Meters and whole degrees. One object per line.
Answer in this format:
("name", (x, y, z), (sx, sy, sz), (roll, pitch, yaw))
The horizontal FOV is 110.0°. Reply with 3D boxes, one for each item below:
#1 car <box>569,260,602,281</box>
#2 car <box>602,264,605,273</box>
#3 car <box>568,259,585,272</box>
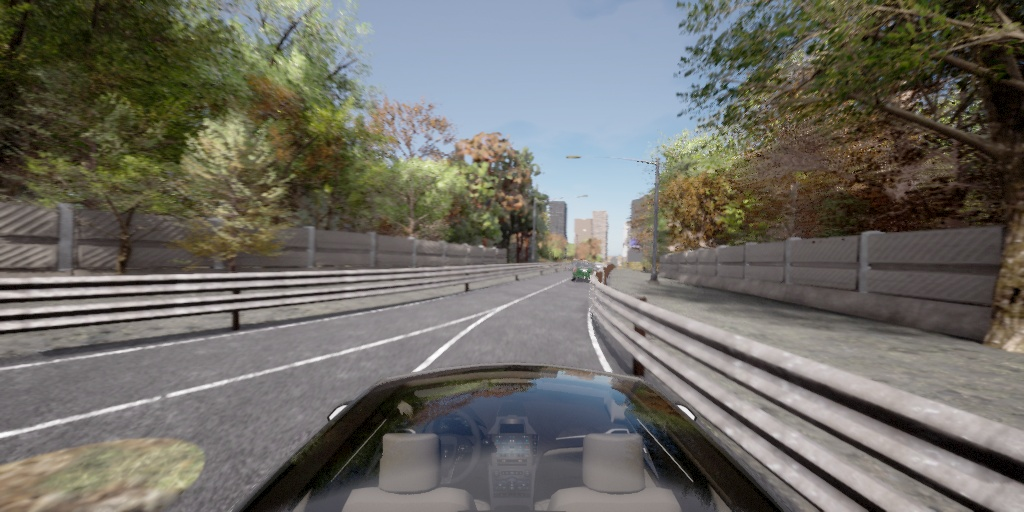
("car", (6.639, 1.297, 32.021), (2.097, 1.767, 4.553), (2, 0, 16))
("car", (12.686, 1.693, 52.969), (1.812, 1.442, 4.674), (2, 0, 16))
("car", (10.221, 1.460, 56.604), (2.097, 1.767, 4.553), (2, 0, 17))
